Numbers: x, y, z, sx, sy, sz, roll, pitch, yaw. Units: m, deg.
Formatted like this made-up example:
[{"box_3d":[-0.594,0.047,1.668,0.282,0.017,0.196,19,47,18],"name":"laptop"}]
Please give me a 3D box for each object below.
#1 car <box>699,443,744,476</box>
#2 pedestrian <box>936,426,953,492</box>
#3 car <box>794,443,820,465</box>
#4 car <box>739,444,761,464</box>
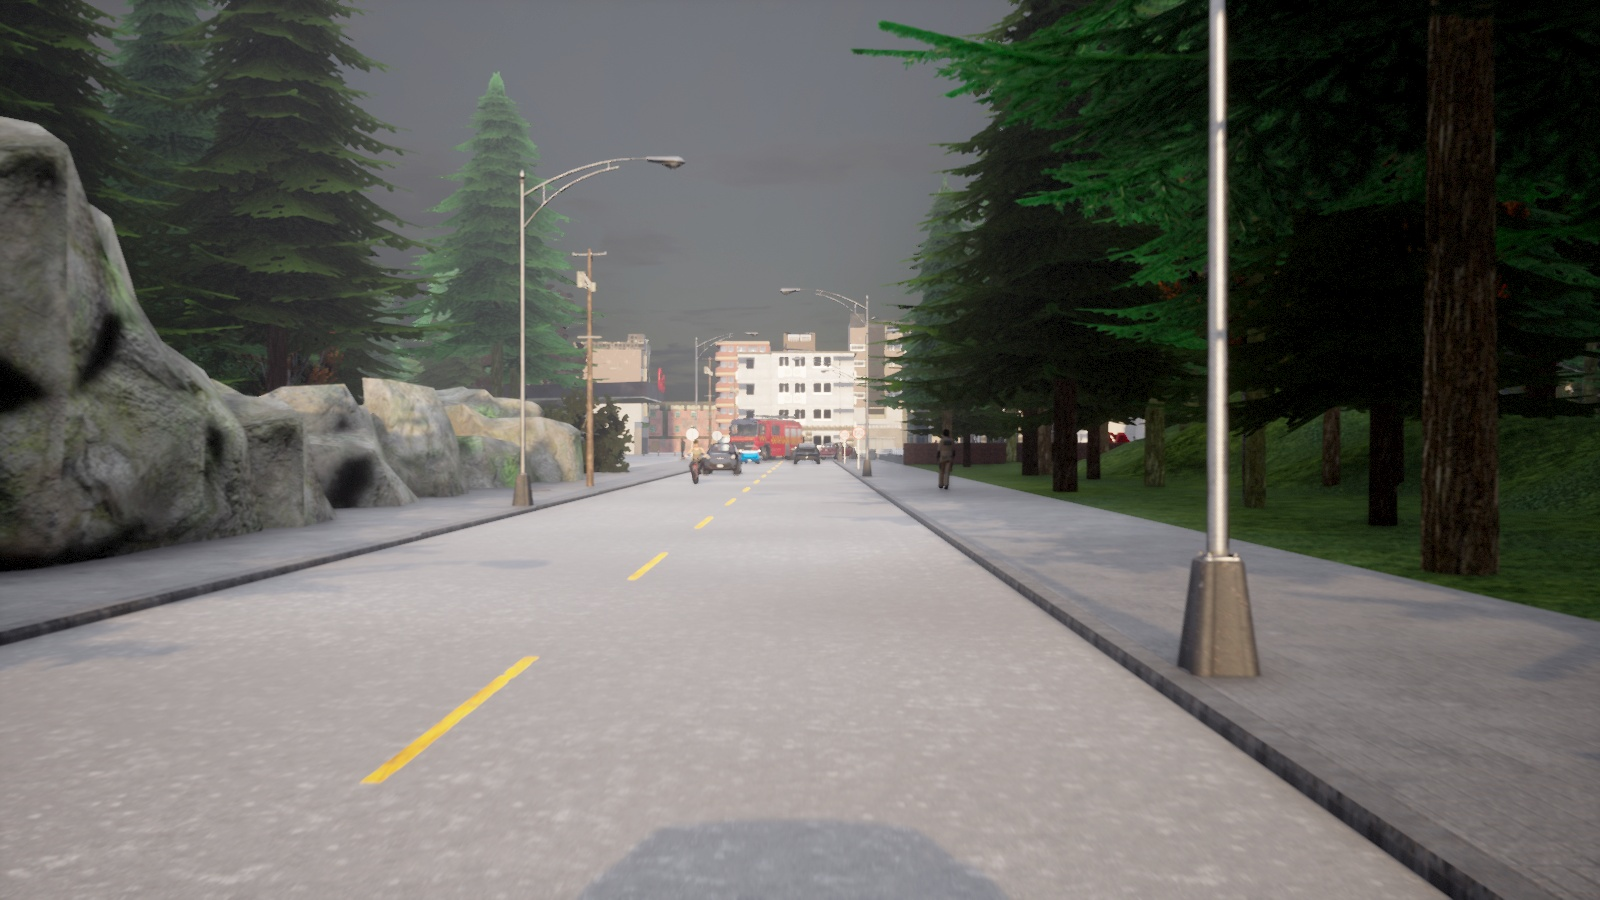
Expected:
[{"box_3d":[-3.648,0.426,58.933,1.845,1.501,3.633,0,0,0],"name":"car"},{"box_3d":[4.252,0.251,36.924,0.396,1.930,0.692,0,0,-2],"name":"pedestrian"},{"box_3d":[0.486,0.250,89.094,1.837,1.490,4.892,0,0,0],"name":"car"},{"box_3d":[-3.515,0.300,88.389,1.481,1.376,2.207,0,0,0],"name":"car"}]
